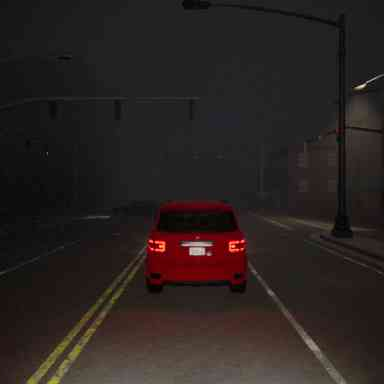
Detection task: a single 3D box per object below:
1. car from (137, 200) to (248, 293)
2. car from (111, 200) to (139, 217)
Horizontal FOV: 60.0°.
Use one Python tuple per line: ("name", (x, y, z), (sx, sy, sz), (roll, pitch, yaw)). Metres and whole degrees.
("car", (0.095, 1.221, 9.015), (2.150, 2.045, 5.566), (0, 0, 0))
("car", (-4.774, 1.464, 29.860), (4.892, 1.490, 1.837), (0, 0, 1))
